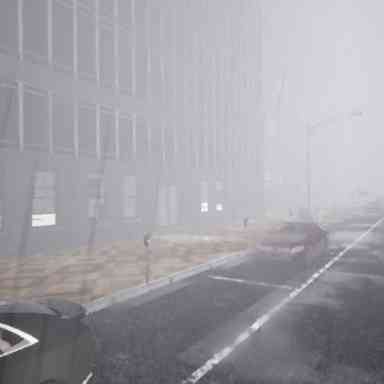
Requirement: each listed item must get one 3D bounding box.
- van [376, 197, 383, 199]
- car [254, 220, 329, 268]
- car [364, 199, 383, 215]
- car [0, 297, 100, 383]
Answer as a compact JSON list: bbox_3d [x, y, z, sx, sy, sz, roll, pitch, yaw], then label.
[{"bbox_3d":[25.711,1.539,44.884,1.690,1.788,3.998,-1,-1,34],"label":"van"},{"bbox_3d":[3.637,1.674,11.708,1.802,1.307,4.206,-1,-1,34],"label":"car"},{"bbox_3d":[19.405,1.725,35.404,2.008,1.369,4.403,-1,-1,34],"label":"car"},{"bbox_3d":[-2.671,1.610,2.231,2.008,1.369,4.403,-1,-1,34],"label":"car"}]
